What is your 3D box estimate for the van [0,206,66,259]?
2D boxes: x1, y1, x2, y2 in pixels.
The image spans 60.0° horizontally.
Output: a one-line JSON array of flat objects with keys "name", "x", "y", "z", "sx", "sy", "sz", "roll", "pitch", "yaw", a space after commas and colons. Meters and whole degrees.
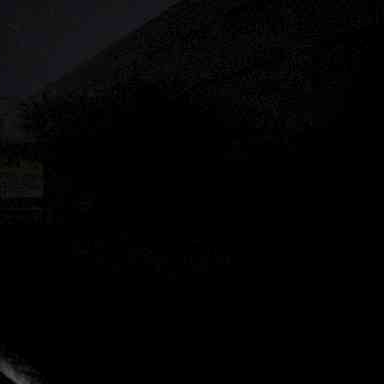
[{"name": "van", "x": -6.819, "y": 1.527, "z": 11.985, "sx": 1.878, "sy": 1.987, "sz": 4.442, "roll": -3, "pitch": -3, "yaw": 42}]
